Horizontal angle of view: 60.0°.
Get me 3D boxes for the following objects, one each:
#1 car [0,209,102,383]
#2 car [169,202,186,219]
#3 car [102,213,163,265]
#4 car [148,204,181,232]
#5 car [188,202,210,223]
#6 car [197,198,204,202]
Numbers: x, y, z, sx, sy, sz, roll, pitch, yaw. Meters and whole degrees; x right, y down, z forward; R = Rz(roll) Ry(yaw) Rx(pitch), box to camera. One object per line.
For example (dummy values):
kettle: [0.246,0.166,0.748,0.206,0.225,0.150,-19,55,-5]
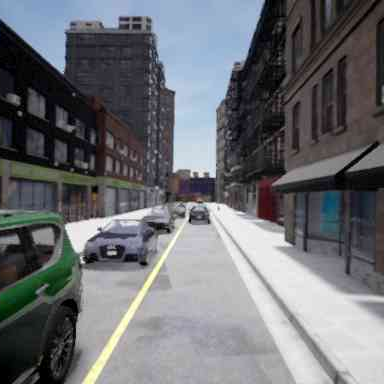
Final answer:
car: [-2.608,1.210,2.448,2.150,2.045,5.566,1,-1,1]
car: [-1.700,1.833,35.014,2.097,1.767,4.553,1,-1,1]
car: [-2.374,1.679,12.018,1.994,1.385,4.181,1,-1,1]
car: [-2.115,1.798,22.154,2.033,1.411,5.357,1,-1,2]
car: [0.661,1.921,29.488,1.812,1.442,4.674,1,-1,1]
car: [2.233,2.787,92.712,1.837,1.490,4.892,1,-1,1]
